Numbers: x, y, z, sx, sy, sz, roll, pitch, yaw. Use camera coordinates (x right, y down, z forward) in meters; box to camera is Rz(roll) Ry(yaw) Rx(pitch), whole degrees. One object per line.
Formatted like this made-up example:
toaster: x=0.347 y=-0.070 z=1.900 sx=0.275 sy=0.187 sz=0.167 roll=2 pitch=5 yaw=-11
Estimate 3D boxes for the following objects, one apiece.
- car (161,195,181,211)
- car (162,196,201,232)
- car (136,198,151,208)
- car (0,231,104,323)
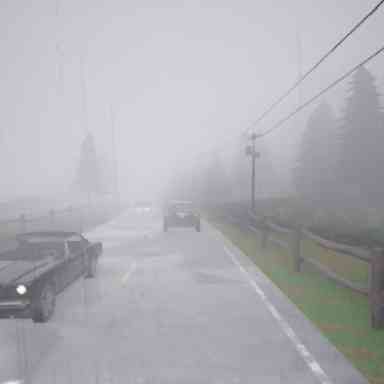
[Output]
car: x=-2.594 y=1.316 z=40.553 sx=2.097 sy=1.767 sz=4.553 roll=0 pitch=0 yaw=-7
car: x=-0.656 y=1.333 z=20.299 sx=2.097 sy=1.767 sz=4.553 roll=0 pitch=0 yaw=-3
car: x=-6.979 y=1.528 z=47.649 sx=1.994 sy=1.385 sz=4.181 roll=0 pitch=0 yaw=-8
car: x=-3.420 y=1.598 z=7.296 sx=1.895 sy=1.301 sz=4.718 roll=0 pitch=0 yaw=-1
